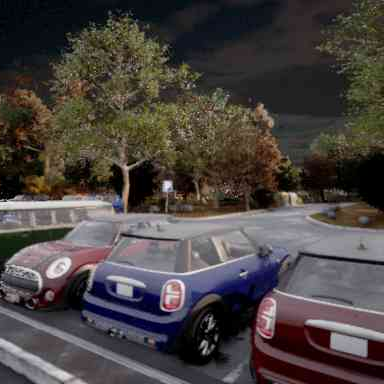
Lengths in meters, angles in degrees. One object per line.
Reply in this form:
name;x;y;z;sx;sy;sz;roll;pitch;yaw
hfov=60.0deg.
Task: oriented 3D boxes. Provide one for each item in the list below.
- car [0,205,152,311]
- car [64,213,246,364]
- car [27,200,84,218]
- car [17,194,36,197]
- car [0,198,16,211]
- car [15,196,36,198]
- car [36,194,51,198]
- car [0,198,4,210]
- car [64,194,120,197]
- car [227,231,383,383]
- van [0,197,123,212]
car;-1.936;1.357;7.938;2.185;1.767;4.553;0;0;35
car;0.312;1.354;6.262;2.185;1.767;4.553;0;0;35
car;-12.914;1.548;31.759;2.002;1.452;4.674;0;0;35
car;-17.368;1.270;34.896;2.435;2.045;5.566;0;0;35
car;-24.160;1.555;39.757;2.097;1.535;5.008;0;0;35
car;-15.083;1.514;33.299;2.097;1.535;5.008;0;0;35
car;-10.560;1.251;30.052;2.435;2.045;5.566;0;0;35
car;-26.535;1.564;41.226;1.946;1.575;5.366;0;0;35
car;-8.391;1.249;28.509;2.435;2.045;5.566;0;0;35
car;2.596;1.351;4.637;2.185;1.767;4.553;0;0;35
van;-4.306;1.259;9.442;1.878;1.987;4.442;0;0;35
